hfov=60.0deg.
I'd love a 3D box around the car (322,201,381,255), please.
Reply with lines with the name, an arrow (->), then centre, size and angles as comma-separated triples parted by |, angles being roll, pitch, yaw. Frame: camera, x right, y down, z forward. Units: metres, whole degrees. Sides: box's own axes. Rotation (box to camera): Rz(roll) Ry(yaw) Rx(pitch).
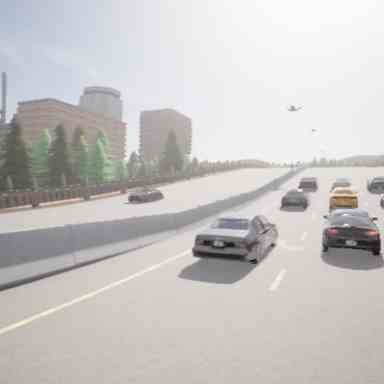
car -> 6.111, 1.387, 12.889 | 1.812, 1.442, 4.674 | 1, 3, 24

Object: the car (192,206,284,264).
car -> 1.767, 1.447, 11.741 | 2.033, 1.411, 5.357 | 1, 2, 24

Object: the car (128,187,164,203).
car -> -4.478, 0.235, 32.568 | 1.994, 1.385, 4.181 | 1, 6, 24

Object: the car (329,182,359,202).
car -> 11.675, 0.392, 25.582 | 1.882, 1.535, 5.008 | 1, 5, 24

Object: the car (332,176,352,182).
car -> 16.873, -1.033, 37.427 | 1.812, 1.442, 4.674 | 1, 7, 24

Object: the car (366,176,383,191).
car -> 19.881, -0.944, 35.589 | 1.837, 1.490, 4.892 | 1, 8, 24

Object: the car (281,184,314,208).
car -> 8.563, 0.409, 27.195 | 1.994, 1.385, 4.181 | 1, 6, 24

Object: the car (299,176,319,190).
car -> 13.820, -1.175, 39.167 | 1.882, 1.535, 5.008 | 1, 7, 24

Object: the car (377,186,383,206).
car -> 14.651, 0.621, 23.674 | 1.895, 1.301, 4.718 | 1, 6, 24
